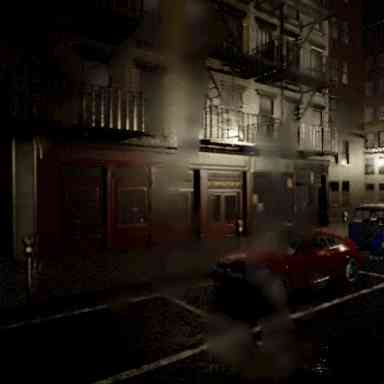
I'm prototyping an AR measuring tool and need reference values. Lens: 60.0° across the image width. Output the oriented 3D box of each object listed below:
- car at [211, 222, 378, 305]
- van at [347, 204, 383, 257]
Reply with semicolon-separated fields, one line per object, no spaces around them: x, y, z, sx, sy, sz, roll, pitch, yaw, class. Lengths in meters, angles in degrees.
2.392;1.540;7.897;4.206;1.307;1.802;0;0;-35;car
6.795;1.264;11.032;3.998;1.788;1.690;0;0;-35;van
